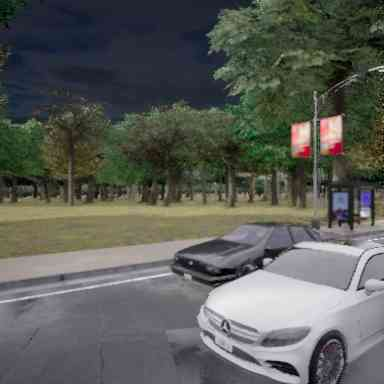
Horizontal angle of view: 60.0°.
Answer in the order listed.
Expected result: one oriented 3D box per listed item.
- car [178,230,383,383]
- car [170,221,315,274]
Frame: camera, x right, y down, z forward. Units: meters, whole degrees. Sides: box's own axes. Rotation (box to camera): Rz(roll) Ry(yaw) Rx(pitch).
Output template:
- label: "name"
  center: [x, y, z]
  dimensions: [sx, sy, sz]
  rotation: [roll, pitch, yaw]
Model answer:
- label: "car"
  center: [2.269, 1.527, 5.309]
  dimensions: [4.674, 1.442, 1.812]
  rotation: [0, 0, -36]
- label: "car"
  center: [2.072, 1.549, 9.165]
  dimensions: [5.357, 1.411, 2.033]
  rotation: [0, 0, -36]
